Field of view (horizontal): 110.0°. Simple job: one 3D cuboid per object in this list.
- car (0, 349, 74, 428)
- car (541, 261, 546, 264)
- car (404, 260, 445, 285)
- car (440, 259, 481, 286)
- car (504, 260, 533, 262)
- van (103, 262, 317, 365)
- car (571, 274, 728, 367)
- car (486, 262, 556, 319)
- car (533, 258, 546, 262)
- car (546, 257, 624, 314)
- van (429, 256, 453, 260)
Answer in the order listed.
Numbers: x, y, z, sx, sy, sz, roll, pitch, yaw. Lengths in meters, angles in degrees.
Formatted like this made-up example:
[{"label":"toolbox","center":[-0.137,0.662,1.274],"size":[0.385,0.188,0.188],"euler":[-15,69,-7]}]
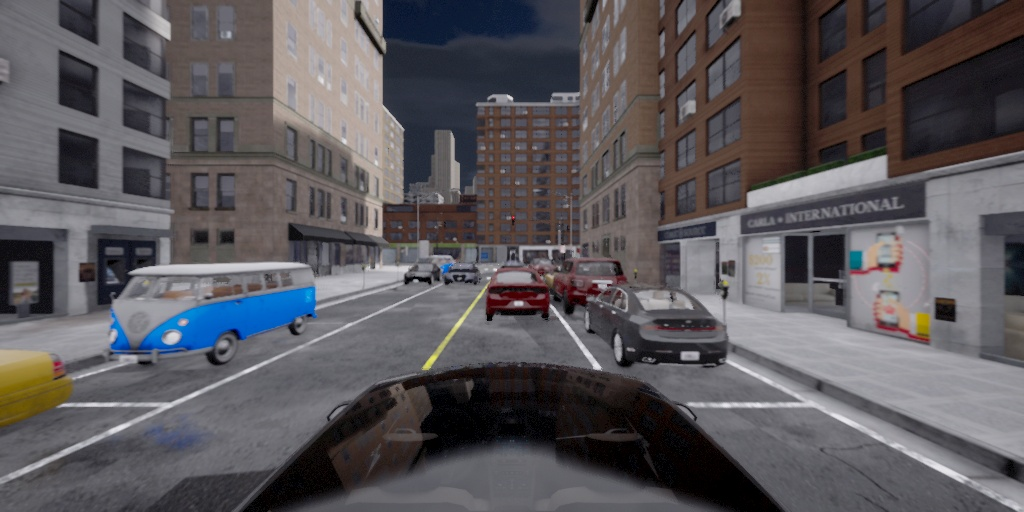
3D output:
[{"label":"car","center":[-5.857,1.272,1.921],"size":[1.751,1.417,4.829],"euler":[0,0,0]},{"label":"car","center":[2.669,1.121,18.704],"size":[1.751,1.417,4.829],"euler":[0,0,0]},{"label":"car","center":[-5.857,1.115,24.018],"size":[1.948,1.339,4.313],"euler":[0,0,0]},{"label":"car","center":[-3.094,1.121,23.105],"size":[1.994,1.385,4.181],"euler":[0,0,0]},{"label":"car","center":[0.099,1.034,24.856],"size":[2.128,1.511,4.902],"euler":[0,0,0]},{"label":"van","center":[-5.857,1.035,7.574],"size":[1.690,1.789,3.998],"euler":[0,0,0]},{"label":"car","center":[2.668,1.244,7.570],"size":[2.007,1.370,4.403],"euler":[0,0,0]},{"label":"car","center":[0.123,1.128,12.277],"size":[1.882,1.535,5.008],"euler":[0,0,-1]},{"label":"car","center":[2.669,0.943,29.499],"size":[1.967,1.591,4.097],"euler":[0,0,0]},{"label":"car","center":[2.669,0.958,13.051],"size":[2.192,1.841,5.009],"euler":[0,0,0]},{"label":"van","center":[-5.857,0.844,29.500],"size":[1.690,1.789,3.998],"euler":[0,0,0]}]
